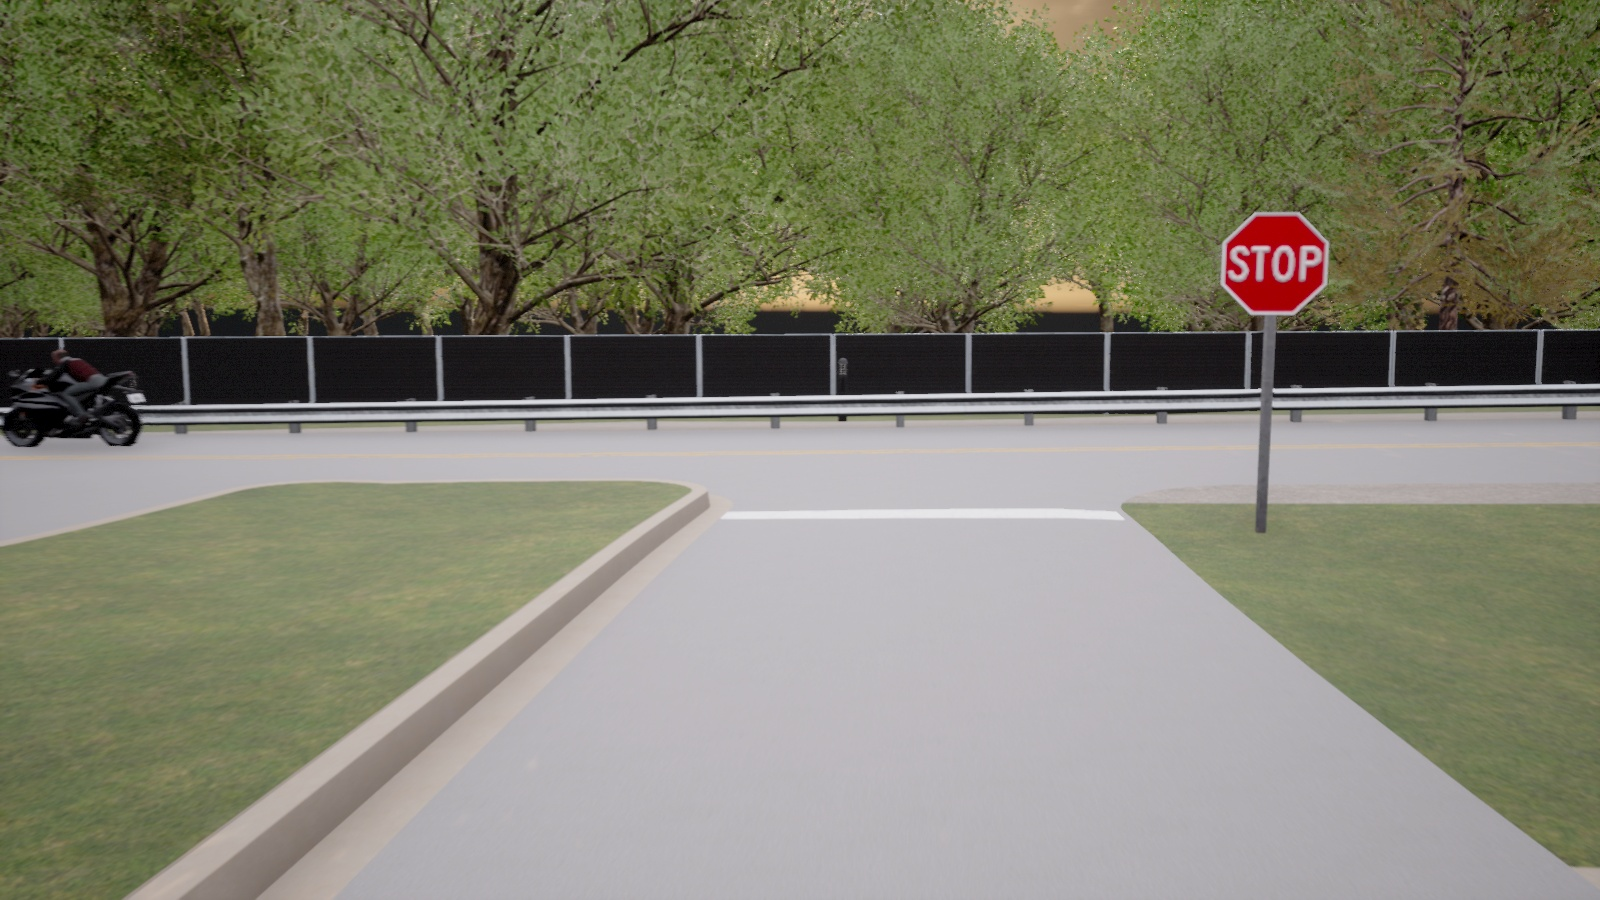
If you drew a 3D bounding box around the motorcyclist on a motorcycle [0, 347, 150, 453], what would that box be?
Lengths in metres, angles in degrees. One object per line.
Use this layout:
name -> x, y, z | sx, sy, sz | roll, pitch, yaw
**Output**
motorcyclist on a motorcycle -> -11.214, -0.765, 19.049 | 2.191, 1.530, 0.866 | 0, 6, 6
